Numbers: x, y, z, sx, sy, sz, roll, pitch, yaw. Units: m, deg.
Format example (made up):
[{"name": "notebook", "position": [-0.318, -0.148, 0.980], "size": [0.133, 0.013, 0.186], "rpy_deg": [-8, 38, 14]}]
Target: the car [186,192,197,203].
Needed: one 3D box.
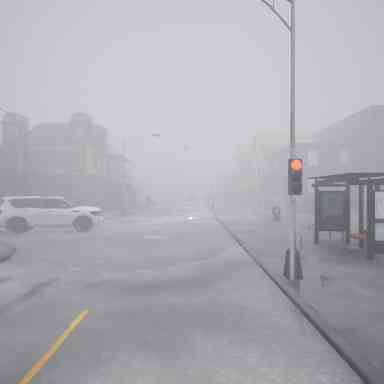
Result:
[{"name": "car", "position": [-0.087, 1.352, 67.190], "size": [2.097, 1.767, 4.553], "rpy_deg": [0, 0, 0]}]

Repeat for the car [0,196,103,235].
[{"name": "car", "position": [-7.895, 1.224, 18.782], "size": [5.566, 2.045, 2.150], "rpy_deg": [0, 0, -12]}]

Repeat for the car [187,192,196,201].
[{"name": "car", "position": [-0.100, 1.057, 77.254], "size": [2.150, 2.045, 5.566], "rpy_deg": [0, 0, 0]}]
